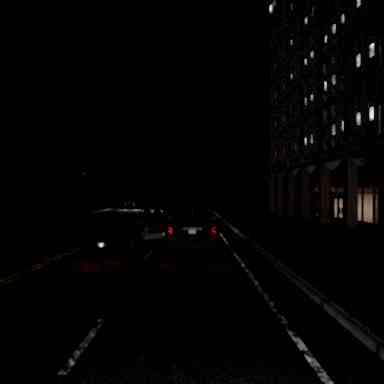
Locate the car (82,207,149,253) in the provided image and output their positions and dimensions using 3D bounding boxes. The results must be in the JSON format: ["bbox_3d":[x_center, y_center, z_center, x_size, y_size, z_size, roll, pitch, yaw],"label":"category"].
[{"bbox_3d":[-3.232,1.639,14.303,1.837,1.490,4.892,0,0,0],"label":"car"}]

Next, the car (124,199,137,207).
[{"bbox_3d":[-9.702,1.942,54.262,1.882,1.535,5.008,0,-1,0],"label":"car"}]

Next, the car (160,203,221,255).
[{"bbox_3d":[0.016,1.479,14.067,2.097,1.767,4.553,0,-1,0],"label":"car"}]

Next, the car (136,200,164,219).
[{"bbox_3d":[-3.219,1.610,29.069,2.097,1.767,4.553,0,-1,0],"label":"car"}]

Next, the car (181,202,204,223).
[{"bbox_3d":[0.035,1.741,29.477,1.882,1.535,5.008,0,0,0],"label":"car"}]

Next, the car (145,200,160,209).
[{"bbox_3d":[-6.452,2.030,54.424,1.994,1.385,4.181,0,0,0],"label":"car"}]
